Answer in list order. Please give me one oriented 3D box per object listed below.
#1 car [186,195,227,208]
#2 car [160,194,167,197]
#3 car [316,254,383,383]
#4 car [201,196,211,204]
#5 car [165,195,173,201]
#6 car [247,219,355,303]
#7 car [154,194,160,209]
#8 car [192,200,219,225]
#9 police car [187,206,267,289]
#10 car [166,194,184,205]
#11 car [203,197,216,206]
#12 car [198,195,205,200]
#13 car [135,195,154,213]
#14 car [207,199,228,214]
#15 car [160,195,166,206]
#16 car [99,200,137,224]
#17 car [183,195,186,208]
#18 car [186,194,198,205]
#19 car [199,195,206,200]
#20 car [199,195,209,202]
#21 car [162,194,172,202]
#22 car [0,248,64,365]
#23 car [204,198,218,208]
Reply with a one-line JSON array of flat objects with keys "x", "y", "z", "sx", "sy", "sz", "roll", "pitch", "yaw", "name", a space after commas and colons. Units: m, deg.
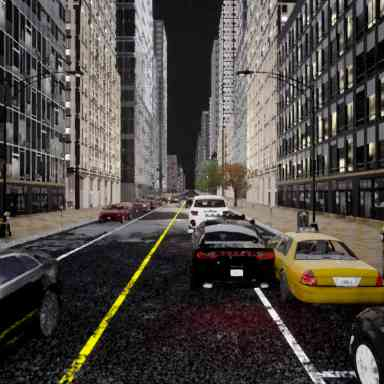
[{"x": 0.910, "y": 1.218, "z": 19.202, "sx": 2.150, "sy": 2.045, "sz": 5.566, "roll": 0, "pitch": 0, "yaw": 0, "name": "car"}, {"x": -5.649, "y": 1.241, "z": 64.704, "sx": 2.192, "sy": 1.841, "sz": 5.009, "roll": 1, "pitch": 0, "yaw": 0, "name": "car"}, {"x": 2.696, "y": 1.551, "z": 2.259, "sx": 2.008, "sy": 1.369, "sz": 4.403, "roll": 0, "pitch": 0, "yaw": 0, "name": "car"}, {"x": 2.730, "y": 1.451, "z": 64.853, "sx": 1.752, "sy": 1.417, "sz": 4.829, "roll": 1, "pitch": 0, "yaw": 0, "name": "car"}, {"x": -5.641, "y": 1.408, "z": 81.561, "sx": 1.752, "sy": 1.417, "sz": 4.829, "roll": 1, "pitch": 0, "yaw": 0, "name": "car"}, {"x": 2.700, "y": 1.524, "z": 8.105, "sx": 1.752, "sy": 1.417, "sz": 4.829, "roll": 0, "pitch": 0, "yaw": 0, "name": "car"}, {"x": -5.661, "y": 1.284, "z": 42.002, "sx": 2.192, "sy": 1.841, "sz": 5.009, "roll": 0, "pitch": 0, "yaw": 0, "name": "car"}, {"x": 0.912, "y": 1.466, "z": 25.172, "sx": 1.882, "sy": 1.535, "sz": 5.008, "roll": 0, "pitch": 0, "yaw": 0, "name": "car"}, {"x": 0.904, "y": 1.424, "z": 9.282, "sx": 1.930, "sy": 1.638, "sz": 5.238, "roll": 0, "pitch": 0, "yaw": 0, "name": "police car"}, {"x": -2.971, "y": 1.485, "z": 59.397, "sx": 2.033, "sy": 1.411, "sz": 5.357, "roll": 0, "pitch": 0, "yaw": 0, "name": "car"}, {"x": 2.724, "y": 1.532, "z": 53.333, "sx": 1.802, "sy": 1.307, "sz": 4.206, "roll": 1, "pitch": 0, "yaw": 0, "name": "car"}, {"x": 2.745, "y": 1.430, "z": 93.056, "sx": 1.802, "sy": 1.307, "sz": 4.206, "roll": 1, "pitch": 0, "yaw": 0, "name": "car"}, {"x": -5.665, "y": 1.416, "z": 36.327, "sx": 1.967, "sy": 1.590, "sz": 4.097, "roll": 0, "pitch": 0, "yaw": 0, "name": "car"}, {"x": 2.715, "y": 1.542, "z": 36.310, "sx": 1.947, "sy": 1.339, "sz": 4.313, "roll": 0, "pitch": 0, "yaw": 0, "name": "car"}, {"x": -5.657, "y": 1.532, "z": 53.352, "sx": 1.802, "sy": 1.307, "sz": 4.206, "roll": 1, "pitch": 0, "yaw": 0, "name": "car"}, {"x": -5.672, "y": 1.533, "z": 24.974, "sx": 1.887, "sy": 1.381, "sz": 4.507, "roll": 0, "pitch": 0, "yaw": 0, "name": "car"}, {"x": 0.036, "y": 1.467, "z": 46.038, "sx": 1.837, "sy": 1.490, "sz": 4.892, "roll": 0, "pitch": 0, "yaw": 0, "name": "car"}, {"x": 0.030, "y": 1.289, "z": 59.625, "sx": 2.097, "sy": 1.767, "sz": 4.553, "roll": 0, "pitch": 0, "yaw": 0, "name": "car"}, {"x": 2.742, "y": 1.410, "z": 87.383, "sx": 1.887, "sy": 1.381, "sz": 4.507, "roll": 1, "pitch": 0, "yaw": 0, "name": "car"}, {"x": 2.736, "y": 1.463, "z": 76.033, "sx": 1.947, "sy": 1.339, "sz": 4.313, "roll": 1, "pitch": 0, "yaw": 0, "name": "car"}, {"x": -5.644, "y": 1.338, "z": 76.055, "sx": 1.967, "sy": 1.590, "sz": 4.097, "roll": 1, "pitch": 0, "yaw": 0, "name": "car"}, {"x": -3.100, "y": 1.491, "z": 3.766, "sx": 2.128, "sy": 1.511, "sz": 4.902, "roll": 0, "pitch": 0, "yaw": 0, "name": "car"}, {"x": 2.720, "y": 1.542, "z": 47.659, "sx": 1.802, "sy": 1.307, "sz": 4.206, "roll": 1, "pitch": 0, "yaw": 0, "name": "car"}]
